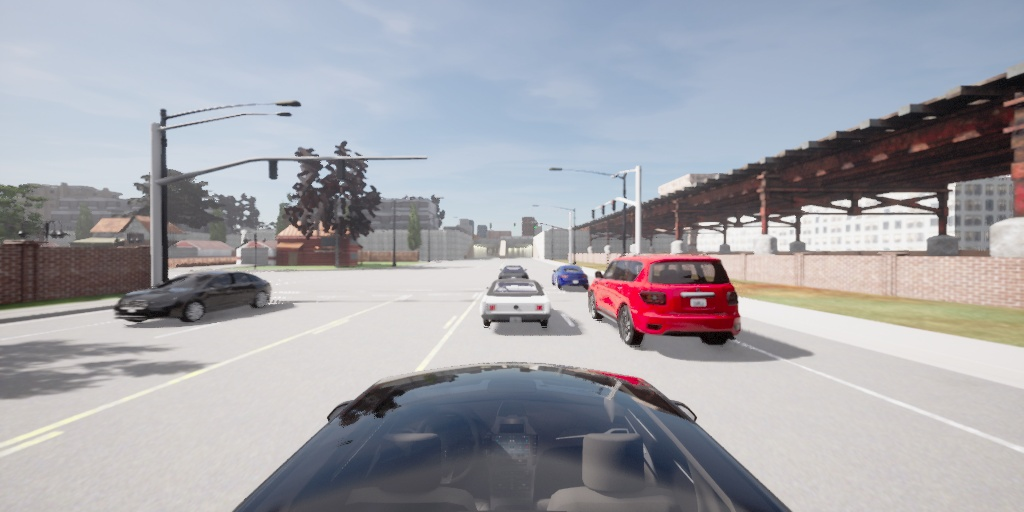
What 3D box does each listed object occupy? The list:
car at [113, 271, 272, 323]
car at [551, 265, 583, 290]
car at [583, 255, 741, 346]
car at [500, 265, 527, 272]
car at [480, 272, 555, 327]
[{"bbox_3d":[-10.539,1.287,12.389,1.837,1.490,4.892,0,0,1],"label":"car"},{"bbox_3d":[3.599,1.294,22.648,1.812,1.442,4.674,0,0,0],"label":"car"},{"bbox_3d":[3.604,0.999,9.615,2.150,2.045,5.566,0,0,0],"label":"car"},{"bbox_3d":[0.098,1.324,24.664,1.994,1.385,4.181,0,0,0],"label":"car"},{"bbox_3d":[0.099,1.378,11.543,1.895,1.301,4.718,0,0,0],"label":"car"}]
